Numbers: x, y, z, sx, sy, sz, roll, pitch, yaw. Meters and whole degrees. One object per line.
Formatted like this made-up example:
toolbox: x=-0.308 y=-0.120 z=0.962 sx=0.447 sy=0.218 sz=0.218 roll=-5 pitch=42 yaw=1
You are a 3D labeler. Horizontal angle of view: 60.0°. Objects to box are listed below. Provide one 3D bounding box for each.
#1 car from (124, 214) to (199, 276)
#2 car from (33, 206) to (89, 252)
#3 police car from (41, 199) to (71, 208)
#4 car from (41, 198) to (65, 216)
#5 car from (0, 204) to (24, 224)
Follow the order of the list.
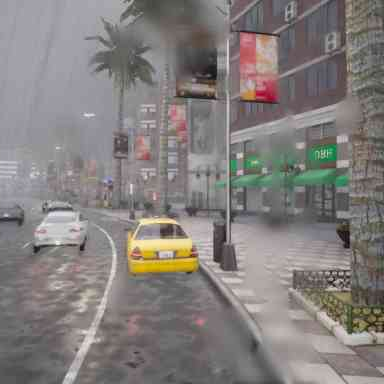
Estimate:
car: x=-1.121 y=1.456 z=10.384 sx=1.801 sy=1.575 sz=5.366 roll=0 pitch=0 yaw=-11
car: x=-5.354 y=1.522 z=13.922 sx=1.812 sy=1.442 sz=4.674 roll=0 pitch=0 yaw=-15
police car: x=-10.530 y=1.417 z=26.158 sx=1.930 sy=1.638 sz=5.238 roll=0 pitch=0 yaw=-26
car: x=-14.091 y=1.466 z=33.577 sx=1.882 sy=1.535 sz=5.008 roll=0 pitch=0 yaw=-27
car: x=-13.454 y=1.553 z=24.432 sx=1.994 sy=1.385 sz=4.181 roll=0 pitch=0 yaw=-26
